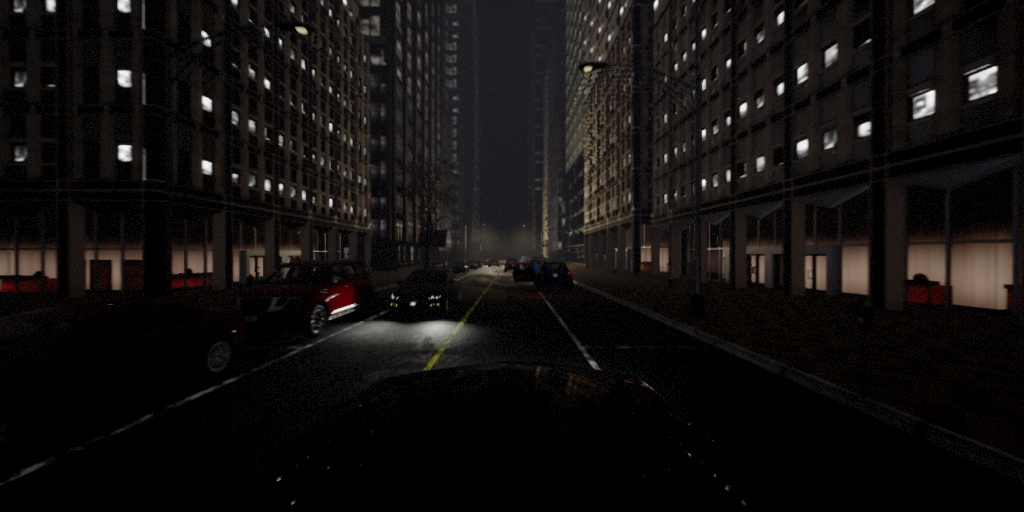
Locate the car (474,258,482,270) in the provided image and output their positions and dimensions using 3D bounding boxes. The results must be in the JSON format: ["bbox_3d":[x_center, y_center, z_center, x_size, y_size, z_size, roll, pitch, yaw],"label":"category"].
[{"bbox_3d":[-5.677,1.196,50.083,1.751,1.417,4.829,0,0,0],"label":"car"}]

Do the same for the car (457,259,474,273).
[{"bbox_3d":[-5.680,1.245,38.856,2.007,1.370,4.403,0,0,0],"label":"car"}]

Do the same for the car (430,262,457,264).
[{"bbox_3d":[-5.683,1.155,27.459,1.967,1.591,4.097,0,0,0],"label":"car"}]

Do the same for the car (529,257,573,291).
[{"bbox_3d":[2.395,1.077,21.955,2.097,1.767,4.553,0,0,0],"label":"car"}]

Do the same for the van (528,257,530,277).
[{"bbox_3d":[2.699,1.046,33.152,1.690,1.789,3.998,0,0,0],"label":"van"}]

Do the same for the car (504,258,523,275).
[{"bbox_3d":[0.033,1.287,43.373,1.895,1.301,4.718,0,0,0],"label":"car"}]

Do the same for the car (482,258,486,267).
[{"bbox_3d":[-5.675,1.096,55.953,1.967,1.591,4.097,0,0,0],"label":"car"}]

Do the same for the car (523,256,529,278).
[{"bbox_3d":[2.701,1.009,38.851,2.192,1.841,5.009,0,0,0],"label":"car"}]

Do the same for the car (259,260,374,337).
[{"bbox_3d":[-5.688,1.055,10.364,2.192,1.841,5.009,0,0,0],"label":"car"}]

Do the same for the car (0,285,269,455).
[{"bbox_3d":[-5.690,1.292,4.665,1.888,1.381,4.507,0,0,0],"label":"car"}]

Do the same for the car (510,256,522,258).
[{"bbox_3d":[0.016,1.006,56.750,2.097,1.767,4.553,0,0,0],"label":"car"}]

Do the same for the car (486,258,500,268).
[{"bbox_3d":[-2.985,1.176,60.050,1.812,1.442,4.674,0,0,0],"label":"car"}]

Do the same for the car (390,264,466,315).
[{"bbox_3d":[-3.095,1.241,13.638,1.837,1.490,4.892,0,0,0],"label":"car"}]

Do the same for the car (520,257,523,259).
[{"bbox_3d":[2.706,1.207,55.949,2.007,1.370,4.403,0,0,0],"label":"car"}]
